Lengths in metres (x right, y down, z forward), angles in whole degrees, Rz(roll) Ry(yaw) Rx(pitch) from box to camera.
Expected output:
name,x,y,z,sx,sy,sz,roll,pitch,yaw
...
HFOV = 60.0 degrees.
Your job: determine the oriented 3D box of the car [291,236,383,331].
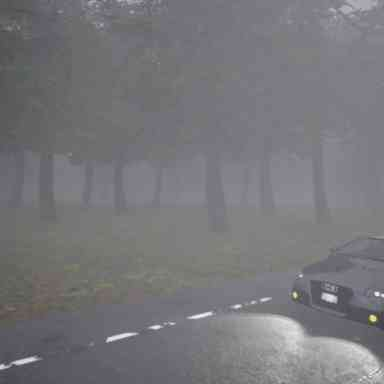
name,x,y,z,sx,sy,sz,roll,pitch,yaw
car,3.960,1.634,6.817,4.181,1.385,1.994,1,0,-36
